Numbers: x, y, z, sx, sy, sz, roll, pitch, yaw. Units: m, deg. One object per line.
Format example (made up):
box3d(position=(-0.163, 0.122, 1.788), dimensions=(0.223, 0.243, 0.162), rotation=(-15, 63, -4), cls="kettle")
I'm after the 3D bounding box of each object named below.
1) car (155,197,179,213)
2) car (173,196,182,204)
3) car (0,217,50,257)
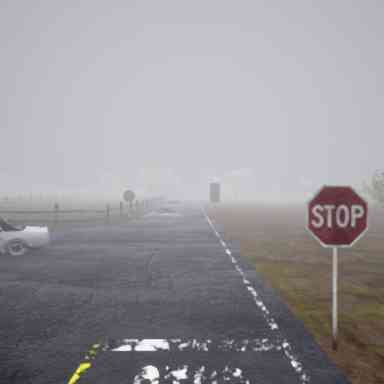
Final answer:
box3d(position=(-2.817, 1.578, 36.086), dimensions=(1.994, 1.385, 4.181), rotation=(0, 1, 0), cls="car")
box3d(position=(-2.862, 1.474, 61.326), dimensions=(1.882, 1.535, 5.008), rotation=(0, 1, 0), cls="car")
box3d(position=(-7.500, 1.545, 11.513), dimensions=(4.718, 1.301, 1.895), rotation=(1, 1, -24), cls="car")
